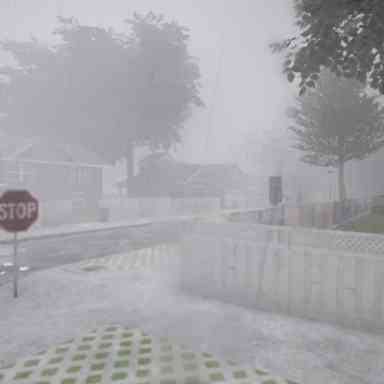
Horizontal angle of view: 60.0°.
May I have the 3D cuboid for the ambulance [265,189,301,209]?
[{"bbox_3d":[10.291,0.888,37.479,2.351,2.431,6.366,0,0,35],"label":"ambulance"}]
